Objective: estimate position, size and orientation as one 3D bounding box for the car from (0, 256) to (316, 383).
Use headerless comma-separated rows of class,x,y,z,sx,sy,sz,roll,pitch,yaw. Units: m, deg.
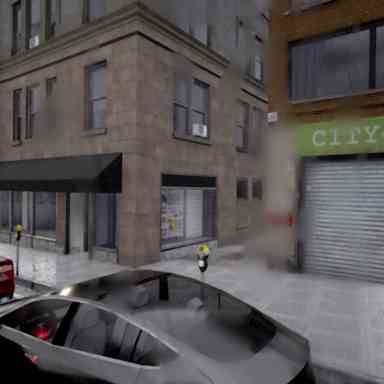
car,-0.912,1.565,3.601,4.313,1.339,1.947,0,1,35
